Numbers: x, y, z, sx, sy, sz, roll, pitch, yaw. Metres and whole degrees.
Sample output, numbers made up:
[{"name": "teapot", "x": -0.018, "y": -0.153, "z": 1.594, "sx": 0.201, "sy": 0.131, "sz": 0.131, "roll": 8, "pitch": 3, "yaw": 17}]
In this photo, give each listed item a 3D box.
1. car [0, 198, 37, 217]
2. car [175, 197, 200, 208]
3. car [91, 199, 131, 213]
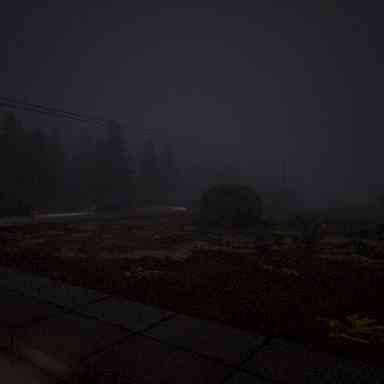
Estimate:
[{"name": "car", "x": -16.081, "y": 1.379, "z": 28.962, "sx": 2.097, "sy": 1.767, "sz": 4.553, "roll": 0, "pitch": 0, "yaw": 37}, {"name": "car", "x": -0.636, "y": 1.552, "z": 49.736, "sx": 1.812, "sy": 1.442, "sz": 4.674, "roll": 0, "pitch": 0, "yaw": 37}, {"name": "car", "x": -9.261, "y": 1.519, "z": 38.158, "sx": 2.128, "sy": 1.511, "sz": 4.902, "roll": 0, "pitch": 0, "yaw": 37}]
